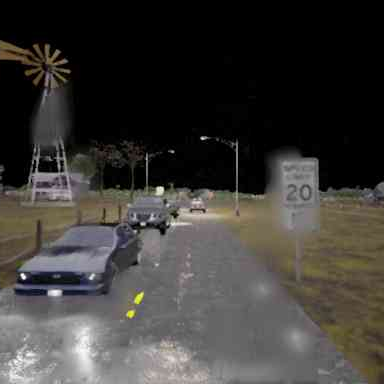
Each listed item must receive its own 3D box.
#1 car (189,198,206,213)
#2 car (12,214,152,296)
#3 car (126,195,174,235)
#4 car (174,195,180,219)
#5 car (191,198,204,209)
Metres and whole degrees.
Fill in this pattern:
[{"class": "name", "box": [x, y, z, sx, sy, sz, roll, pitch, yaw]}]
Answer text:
[{"class": "car", "box": [0.643, 1.617, 37.649, 2.033, 1.411, 5.357, 0, 0, 1]}, {"class": "car", "box": [-2.561, 1.553, 9.027, 2.033, 1.411, 5.357, 0, 0, 1]}, {"class": "car", "box": [-2.428, 1.242, 19.363, 2.150, 2.045, 5.566, 0, 0, 0]}, {"class": "car", "box": [-2.274, 1.267, 30.145, 2.150, 2.045, 5.566, 0, 0, 1]}, {"class": "car", "box": [0.791, 1.638, 48.740, 1.812, 1.442, 4.674, 0, 0, 1]}]
